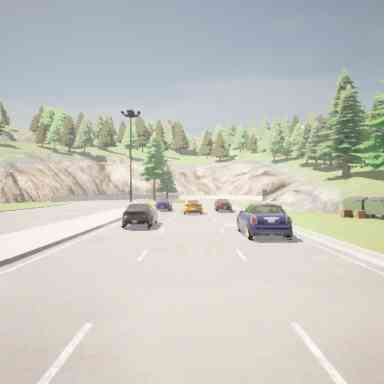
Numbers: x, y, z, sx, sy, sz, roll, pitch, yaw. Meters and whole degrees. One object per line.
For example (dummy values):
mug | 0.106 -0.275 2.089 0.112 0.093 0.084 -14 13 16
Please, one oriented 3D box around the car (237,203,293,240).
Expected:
car | 3.600 1.352 17.185 2.097 1.767 4.553 0 0 0

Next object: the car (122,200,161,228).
car | -3.399 1.505 22.122 1.837 1.490 4.892 0 0 0

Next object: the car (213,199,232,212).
car | 3.600 1.526 38.952 1.812 1.442 4.674 0 0 0

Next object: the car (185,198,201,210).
car | 0.136 1.547 44.310 2.033 1.411 5.357 0 0 1

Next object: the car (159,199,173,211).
car | -3.396 1.526 40.196 1.812 1.442 4.674 0 0 0

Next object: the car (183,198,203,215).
car | 0.096 1.477 34.466 1.882 1.535 5.008 0 0 0
